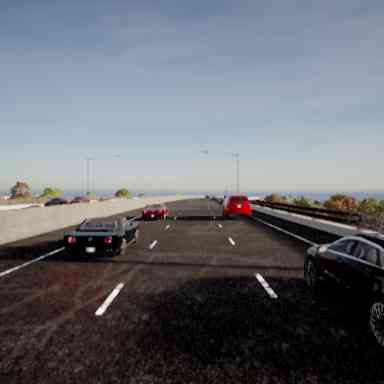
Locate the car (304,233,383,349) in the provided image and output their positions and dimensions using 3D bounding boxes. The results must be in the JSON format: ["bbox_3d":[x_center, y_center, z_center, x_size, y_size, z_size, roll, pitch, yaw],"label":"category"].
[{"bbox_3d":[3.623,1.500,6.160,2.128,1.511,4.902,0,0,0],"label":"car"}]

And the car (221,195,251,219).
[{"bbox_3d":[3.894,1.274,29.767,2.150,2.045,5.566,0,0,1],"label":"car"}]

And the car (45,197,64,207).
[{"bbox_3d":[-20.287,1.583,49.974,1.882,1.535,5.008,0,0,2],"label":"car"}]

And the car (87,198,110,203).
[{"bbox_3d":[-13.304,1.653,49.619,2.033,1.411,5.357,0,0,2],"label":"car"}]

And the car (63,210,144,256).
[{"bbox_3d":[-3.330,1.620,13.230,1.895,1.301,4.718,0,0,1],"label":"car"}]

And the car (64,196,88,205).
[{"bbox_3d":[-16.796,1.457,49.774,2.097,1.767,4.553,0,0,2],"label":"car"}]

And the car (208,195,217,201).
[{"bbox_3d":[6.146,1.920,93.630,1.895,1.301,4.718,0,0,3],"label":"car"}]

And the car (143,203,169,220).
[{"bbox_3d":[-3.119,1.650,29.064,1.895,1.301,4.718,0,0,1],"label":"car"}]
